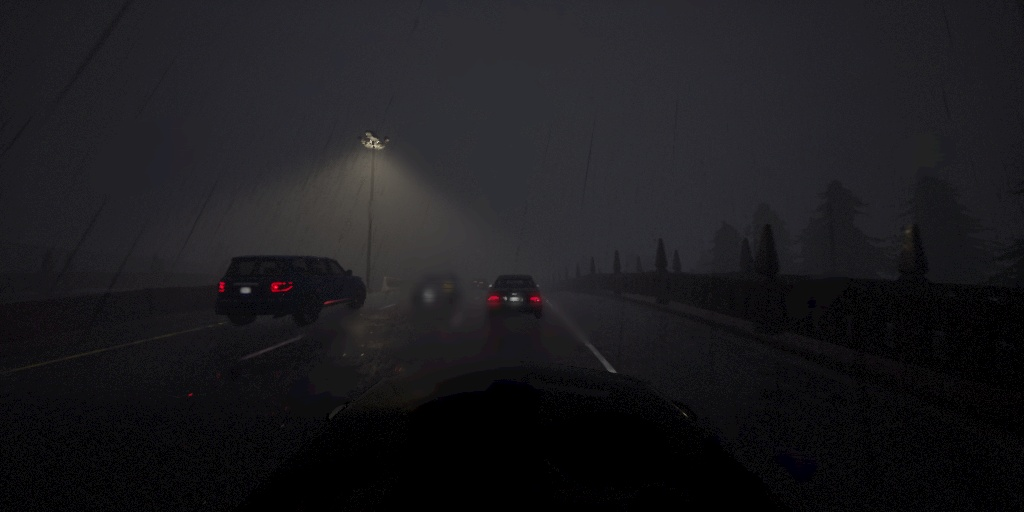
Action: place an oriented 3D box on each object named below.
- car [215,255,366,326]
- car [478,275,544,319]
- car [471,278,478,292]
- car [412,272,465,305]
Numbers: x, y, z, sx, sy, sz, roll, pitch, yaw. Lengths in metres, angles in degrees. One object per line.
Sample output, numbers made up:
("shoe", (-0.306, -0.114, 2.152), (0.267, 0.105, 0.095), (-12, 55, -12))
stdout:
("car", (-6.898, 1.029, 11.966), (2.150, 2.045, 5.566), (0, -1, 0))
("car", (0.103, 1.378, 13.049), (2.033, 1.411, 5.357), (0, -1, 0))
("car", (-3.390, 3.193, 39.315), (1.837, 1.490, 4.892), (0, -6, 0))
("car", (-3.396, 1.473, 16.989), (1.812, 1.442, 4.674), (0, -2, 0))
